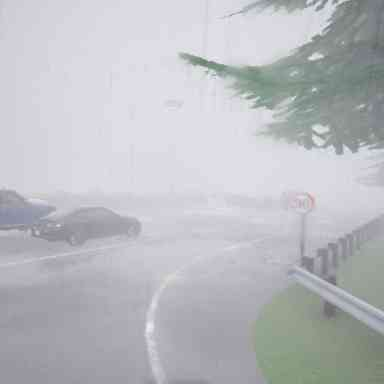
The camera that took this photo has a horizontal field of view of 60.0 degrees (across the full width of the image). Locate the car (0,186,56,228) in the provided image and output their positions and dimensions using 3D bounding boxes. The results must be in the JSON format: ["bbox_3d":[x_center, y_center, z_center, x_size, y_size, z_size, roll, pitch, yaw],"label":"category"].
[{"bbox_3d":[-10.249,0.742,17.245,2.150,2.045,5.566,2,2,36],"label":"car"}]

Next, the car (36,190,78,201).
[{"bbox_3d":[-17.545,0.382,43.438,1.895,1.301,4.718,2,2,36],"label":"car"}]

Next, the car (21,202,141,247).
[{"bbox_3d":[-4.171,1.271,13.757,1.812,1.442,4.674,2,2,36],"label":"car"}]

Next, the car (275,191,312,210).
[{"bbox_3d":[11.152,0.889,35.064,2.150,2.045,5.566,2,2,36],"label":"car"}]

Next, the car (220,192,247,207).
[{"bbox_3d":[5.879,0.930,39.726,2.128,1.511,4.902,2,2,36],"label":"car"}]

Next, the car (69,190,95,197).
[{"bbox_3d":[-13.128,0.413,43.565,1.812,1.442,4.674,2,2,36],"label":"car"}]

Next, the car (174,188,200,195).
[{"bbox_3d":[-0.575,0.185,60.896,2.097,1.767,4.553,2,2,36],"label":"car"}]

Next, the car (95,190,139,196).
[{"bbox_3d":[-8.240,0.596,38.397,1.882,1.535,5.008,2,1,36],"label":"car"}]

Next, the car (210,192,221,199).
[{"bbox_3d":[4.884,0.621,56.520,1.994,1.385,4.181,2,1,36],"label":"car"}]

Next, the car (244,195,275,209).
[{"bbox_3d":[7.942,1.157,36.610,1.895,1.301,4.718,2,2,36],"label":"car"}]

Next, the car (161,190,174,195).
[{"bbox_3d":[-3.715,0.315,62.542,1.895,1.301,4.718,2,1,36],"label":"car"}]

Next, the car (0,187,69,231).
[{"bbox_3d":[-8.366,0.861,13.875,2.150,2.045,5.566,2,2,36],"label":"car"}]
